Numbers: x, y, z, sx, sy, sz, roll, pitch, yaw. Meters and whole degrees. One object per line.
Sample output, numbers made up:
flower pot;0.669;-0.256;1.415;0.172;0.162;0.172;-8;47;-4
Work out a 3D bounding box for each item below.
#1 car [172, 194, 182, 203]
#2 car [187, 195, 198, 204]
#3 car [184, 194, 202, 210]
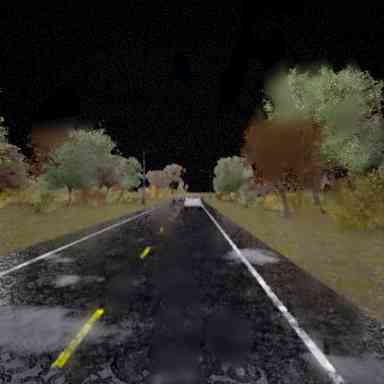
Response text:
car;-3.463;1.391;77.737;2.150;2.045;5.566;0;0;0
car;0.042;1.486;66.123;2.097;1.767;4.553;0;0;0
car;0.122;1.300;45.374;2.150;2.045;5.566;0;0;0
